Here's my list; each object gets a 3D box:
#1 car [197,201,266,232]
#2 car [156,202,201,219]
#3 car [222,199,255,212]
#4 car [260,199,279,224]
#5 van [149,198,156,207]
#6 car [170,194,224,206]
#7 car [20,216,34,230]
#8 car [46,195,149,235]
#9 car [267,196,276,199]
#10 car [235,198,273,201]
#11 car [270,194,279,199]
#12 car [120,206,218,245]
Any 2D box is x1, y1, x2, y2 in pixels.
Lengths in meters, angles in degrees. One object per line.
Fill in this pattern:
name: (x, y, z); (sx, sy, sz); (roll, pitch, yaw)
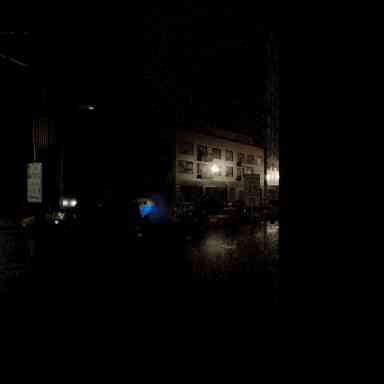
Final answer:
car: (2.529, 1.531, 20.290); (1.752, 1.417, 4.829); (0, 0, 36)
car: (-1.152, 1.572, 29.736); (1.802, 1.307, 4.206); (0, 0, 36)
car: (5.506, 1.549, 38.913); (1.947, 1.339, 4.313); (0, 0, 36)
car: (5.857, 1.531, 24.879); (1.752, 1.417, 4.829); (0, 0, 36)
van: (-4.481, 1.331, 25.146); (1.690, 1.788, 3.998); (0, 0, 36)
car: (0.683, 1.216, 27.885); (2.150, 2.045, 5.566); (0, 0, 36)
car: (-7.910, 1.514, 20.419); (1.752, 1.417, 4.829); (0, 0, 36)
car: (-5.404, 1.216, 19.501); (2.150, 2.045, 5.566); (0, 0, 36)
car: (8.835, 1.544, 43.502); (1.947, 1.339, 4.313); (0, 0, 36)
car: (6.751, 1.590, 36.234); (1.895, 1.301, 4.718); (0, 0, 36)
car: (12.165, 1.288, 48.091); (2.192, 1.841, 5.009); (0, 0, 36)
car: (-0.899, 1.555, 15.565); (2.008, 1.369, 4.403); (0, 0, 36)
